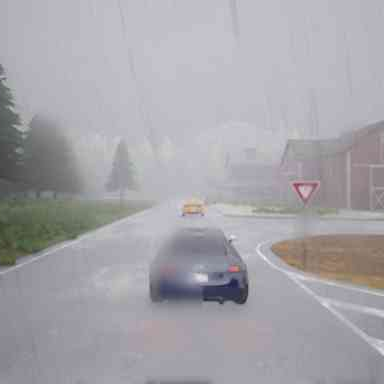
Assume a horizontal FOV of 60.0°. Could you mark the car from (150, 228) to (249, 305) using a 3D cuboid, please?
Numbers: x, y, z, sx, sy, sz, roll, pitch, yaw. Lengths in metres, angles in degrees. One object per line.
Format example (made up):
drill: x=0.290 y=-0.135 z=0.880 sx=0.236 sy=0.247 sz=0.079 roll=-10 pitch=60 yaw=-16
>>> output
car: x=0.171 y=1.556 z=8.135 sx=1.994 sy=1.385 sz=4.181 roll=0 pitch=0 yaw=1

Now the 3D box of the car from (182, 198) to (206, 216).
car: x=0.094 y=1.445 z=31.825 sx=1.882 sy=1.535 sz=5.008 roll=0 pitch=0 yaw=0

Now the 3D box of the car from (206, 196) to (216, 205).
car: x=2.973 y=1.405 z=55.793 sx=1.816 sy=1.474 sz=4.193 roll=-6 pitch=0 yaw=-2
